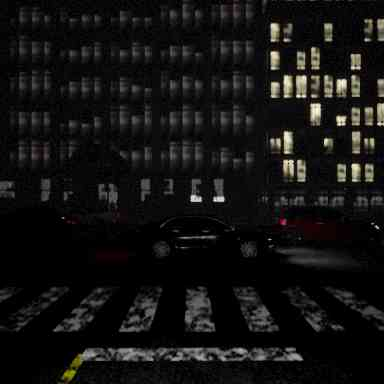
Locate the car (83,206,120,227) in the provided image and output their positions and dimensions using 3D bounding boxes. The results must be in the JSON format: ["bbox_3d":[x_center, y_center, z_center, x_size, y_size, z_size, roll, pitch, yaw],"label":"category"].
[{"bbox_3d":[-7.265,1.551,21.792,4.718,1.301,1.895,1,0,1],"label":"car"}]

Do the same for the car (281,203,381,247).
[{"bbox_3d":[5.939,1.418,14.976,4.553,1.767,2.097,1,-1,1],"label":"car"}]

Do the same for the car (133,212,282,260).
[{"bbox_3d":[0.406,1.498,11.764,4.892,1.490,1.837,0,0,1],"label":"car"}]

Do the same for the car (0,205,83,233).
[{"bbox_3d":[-8.880,1.443,18.540,4.674,1.442,1.812,2,0,0],"label":"car"}]
